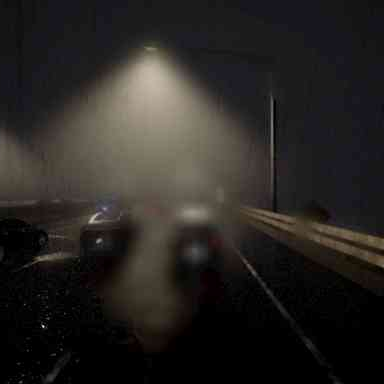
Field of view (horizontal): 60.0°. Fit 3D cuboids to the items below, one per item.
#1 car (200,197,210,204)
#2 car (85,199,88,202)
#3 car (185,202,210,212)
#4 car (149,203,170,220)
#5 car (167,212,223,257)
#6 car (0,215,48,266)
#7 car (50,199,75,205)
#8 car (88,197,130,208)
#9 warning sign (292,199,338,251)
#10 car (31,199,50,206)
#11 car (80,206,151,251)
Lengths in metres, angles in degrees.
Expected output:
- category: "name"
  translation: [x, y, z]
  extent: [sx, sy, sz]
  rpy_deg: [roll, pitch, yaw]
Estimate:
- category: "car"
  translation: [2.758, 1.951, 72.007]
  extent: [2.097, 1.767, 4.553]
  rpy_deg: [0, -1, 2]
- category: "car"
  translation: [-16.664, 1.941, 54.896]
  extent: [2.128, 1.511, 4.902]
  rpy_deg: [0, 0, 2]
- category: "car"
  translation: [0.308, 1.819, 28.115]
  extent: [1.895, 1.301, 4.718]
  rpy_deg: [0, 0, 1]
- category: "car"
  translation: [-3.135, 1.765, 30.607]
  extent: [1.812, 1.442, 4.674]
  rpy_deg: [0, 0, 1]
- category: "car"
  translation: [0.124, 1.701, 13.280]
  extent: [1.895, 1.301, 4.718]
  rpy_deg: [0, 0, 1]
- category: "car"
  translation: [-6.899, 1.593, 11.814]
  extent: [1.837, 1.490, 4.892]
  rpy_deg: [0, -1, 1]
- category: "car"
  translation: [-20.237, 1.938, 52.926]
  extent: [1.837, 1.490, 4.892]
  rpy_deg: [0, -1, 2]
- category: "car"
  translation: [-6.685, 1.446, 28.525]
  extent: [2.150, 2.045, 5.566]
  rpy_deg: [0, 0, 1]
- category: "warning sign"
  translation: [4.585, 1.210, 12.513]
  extent: [1.300, 1.860, 1.060]
  rpy_deg: [-1, -1, 0]
- category: "car"
  translation: [-23.730, 1.941, 53.064]
  extent: [1.837, 1.490, 4.892]
  rpy_deg: [0, -1, 2]
- category: "car"
  translation: [-3.357, 1.603, 14.651]
  extent: [2.128, 1.511, 4.902]
  rpy_deg: [0, 0, 1]
